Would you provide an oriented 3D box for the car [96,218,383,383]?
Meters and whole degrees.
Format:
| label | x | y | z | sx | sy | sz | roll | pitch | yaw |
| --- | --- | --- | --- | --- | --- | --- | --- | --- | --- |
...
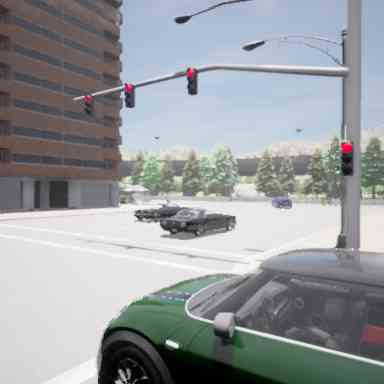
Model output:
| label | x | y | z | sx | sy | sz | roll | pitch | yaw |
| --- | --- | --- | --- | --- | --- | --- | --- | --- | --- |
| car | 1.171 | 1.348 | 3.157 | 4.553 | 1.767 | 2.097 | 0 | 0 | 36 |

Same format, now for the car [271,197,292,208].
| label | x | y | z | sx | sy | sz | roll | pitch | yaw |
| --- | --- | --- | --- | --- | --- | --- | --- | --- | --- |
| car | 12.282 | 1.380 | 45.766 | 1.882 | 1.535 | 5.008 | 0 | -1 | 1 |

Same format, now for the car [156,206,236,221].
| label | x | y | z | sx | sy | sz | roll | pitch | yaw |
| --- | --- | --- | --- | --- | --- | --- | --- | --- | --- |
| car | 0.512 | 1.556 | 17.759 | 1.895 | 1.301 | 4.718 | 0 | 0 | 38 |

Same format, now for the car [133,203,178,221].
| label | x | y | z | sx | sy | sz | roll | pitch | yaw |
| --- | --- | --- | --- | --- | --- | --- | --- | --- | --- |
| car | -2.309 | 1.524 | 25.730 | 1.895 | 1.301 | 4.718 | 0 | 0 | 36 |
